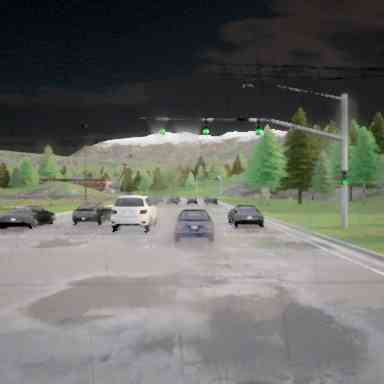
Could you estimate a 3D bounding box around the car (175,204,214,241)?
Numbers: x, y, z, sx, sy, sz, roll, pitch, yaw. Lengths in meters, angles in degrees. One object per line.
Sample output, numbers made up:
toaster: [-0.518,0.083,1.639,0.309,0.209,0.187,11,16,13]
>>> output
car: [0.104,1.551,16.628,2.033,1.411,5.357,0,0,0]

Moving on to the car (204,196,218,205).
car: [3.512,1.492,58.963,1.882,1.535,5.008,0,0,0]

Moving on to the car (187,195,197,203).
car: [0.014,1.438,69.234,1.882,1.535,5.008,0,0,0]

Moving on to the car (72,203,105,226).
car: [-6.894,1.497,23.588,2.128,1.511,4.902,0,0,0]

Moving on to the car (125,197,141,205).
car: [-10.488,1.579,59.477,1.994,1.385,4.181,0,0,0]

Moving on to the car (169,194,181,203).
car: [-3.486,1.318,69.206,2.097,1.767,4.553,0,0,0]

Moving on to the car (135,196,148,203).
car: [-10.486,1.505,69.238,2.033,1.411,5.357,0,0,0]

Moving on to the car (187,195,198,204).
car: [0.012,1.540,59.016,1.812,1.442,4.674,0,0,0]

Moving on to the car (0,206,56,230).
car: [-10.394,1.569,21.365,1.994,1.385,4.181,0,0,0]

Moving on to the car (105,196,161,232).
car: [-3.396,1.226,20.361,2.150,2.045,5.566,0,0,0]

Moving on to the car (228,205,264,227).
car: [3.605,1.569,22.830,1.994,1.385,4.181,0,0,0]

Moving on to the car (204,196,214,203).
car: [3.514,1.512,69.234,1.994,1.385,4.181,0,0,0]

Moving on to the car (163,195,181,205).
car: [-3.488,1.615,59.075,1.895,1.301,4.718,0,0,0]
